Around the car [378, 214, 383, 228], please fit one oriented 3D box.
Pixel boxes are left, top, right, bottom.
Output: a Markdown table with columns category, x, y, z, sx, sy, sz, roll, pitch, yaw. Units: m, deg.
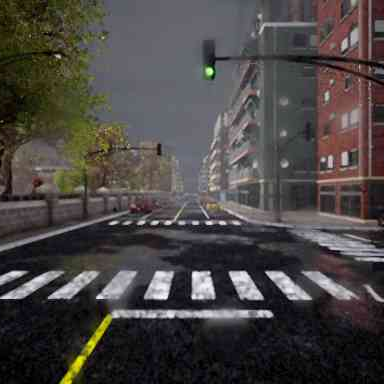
| category | x | y | z | sx | sy | sz | roll | pitch | yaw |
| --- | --- | --- | --- | --- | --- | --- | --- | --- | --- |
| car | 14.627 | 1.688 | 21.099 | 5.009 | 1.841 | 2.192 | 1 | -1 | 0 |

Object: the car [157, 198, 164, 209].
| category | x | y | z | sx | sy | sz | roll | pitch | yaw |
| --- | --- | --- | --- | --- | --- | --- | --- | --- | --- |
| car | -5.667 | 1.678 | 48.753 | 1.967 | 1.590 | 4.097 | 0 | 0 | 0 |

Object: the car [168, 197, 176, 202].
| category | x | y | z | sx | sy | sz | roll | pitch | yaw |
| --- | --- | --- | --- | --- | --- | --- | --- | --- | --- |
| car | -5.644 | 2.033 | 93.034 | 2.008 | 1.369 | 4.403 | 0 | 0 | 0 |

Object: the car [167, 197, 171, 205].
| category | x | y | z | sx | sy | sz | roll | pitch | yaw |
| --- | --- | --- | --- | --- | --- | --- | --- | --- | --- |
| car | -5.658 | 1.909 | 65.358 | 1.802 | 1.307 | 4.206 | 0 | 0 | 0 |

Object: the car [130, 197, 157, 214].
| category | x | y | z | sx | sy | sz | roll | pitch | yaw |
| --- | --- | --- | --- | --- | --- | --- | --- | --- | --- |
| car | -5.673 | 1.495 | 37.684 | 2.192 | 1.841 | 5.009 | 0 | 0 | 0 |

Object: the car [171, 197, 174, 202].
| category | x | y | z | sx | sy | sz | roll | pitch | yaw |
| --- | --- | --- | --- | --- | --- | --- | --- | --- | --- |
| car | -5.652 | 1.969 | 76.428 | 1.802 | 1.307 | 4.206 | 0 | 0 | 0 |

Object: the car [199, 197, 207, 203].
| category | x | y | z | sx | sy | sz | roll | pitch | yaw |
| --- | --- | --- | --- | --- | --- | --- | --- | --- | --- |
| car | 2.730 | 1.964 | 81.960 | 1.887 | 1.381 | 4.507 | 0 | 0 | 0 |

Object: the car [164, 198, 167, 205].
| category | x | y | z | sx | sy | sz | roll | pitch | yaw |
| --- | --- | --- | --- | --- | --- | --- | --- | --- | --- |
| car | -5.664 | 1.812 | 54.288 | 1.887 | 1.381 | 4.507 | 0 | 0 | 0 |

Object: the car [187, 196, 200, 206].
| category | x | y | z | sx | sy | sz | roll | pitch | yaw |
| --- | --- | --- | --- | --- | --- | --- | --- | --- | --- |
| car | 0.037 | 1.862 | 62.991 | 2.033 | 1.411 | 5.357 | 0 | 0 | 0 |

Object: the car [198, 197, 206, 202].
| category | x | y | z | sx | sy | sz | roll | pitch | yaw |
| --- | --- | --- | --- | --- | --- | --- | --- | --- | --- |
| car | 2.736 | 2.048 | 93.030 | 1.947 | 1.339 | 4.313 | 0 | 0 | 0 |

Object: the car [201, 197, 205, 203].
| category | x | y | z | sx | sy | sz | roll | pitch | yaw |
| --- | --- | --- | --- | --- | --- | --- | --- | --- | --- |
| car | 2.713 | 1.783 | 48.749 | 1.887 | 1.381 | 4.507 | 0 | 0 | 0 |

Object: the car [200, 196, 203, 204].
| category | x | y | z | sx | sy | sz | roll | pitch | yaw |
| --- | --- | --- | --- | --- | --- | --- | --- | --- | --- |
| car | 2.716 | 1.818 | 54.285 | 2.008 | 1.369 | 4.403 | 0 | 0 | 0 |

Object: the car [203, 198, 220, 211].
| category | x | y | z | sx | sy | sz | roll | pitch | yaw |
| --- | --- | --- | --- | --- | --- | --- | --- | --- | --- |
| car | 2.711 | 1.735 | 43.384 | 1.752 | 1.417 | 4.829 | 0 | 0 | 0 |

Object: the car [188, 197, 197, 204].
| category | x | y | z | sx | sy | sz | roll | pitch | yaw |
| --- | --- | --- | --- | --- | --- | --- | --- | --- | --- |
| car | 0.041 | 1.924 | 73.401 | 1.994 | 1.385 | 4.181 | 0 | 0 | 0 |
